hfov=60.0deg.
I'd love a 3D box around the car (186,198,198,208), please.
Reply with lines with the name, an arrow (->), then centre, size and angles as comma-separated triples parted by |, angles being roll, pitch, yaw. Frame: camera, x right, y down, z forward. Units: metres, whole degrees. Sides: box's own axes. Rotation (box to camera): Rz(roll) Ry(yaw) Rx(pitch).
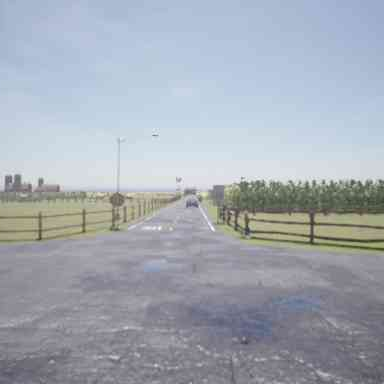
car -> 0.026, 1.826, 57.126 | 2.097, 1.767, 4.553 | 0, 0, 0

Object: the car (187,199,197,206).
car -> 0.031, 2.097, 67.159 | 2.033, 1.411, 5.357 | 0, 0, 0
